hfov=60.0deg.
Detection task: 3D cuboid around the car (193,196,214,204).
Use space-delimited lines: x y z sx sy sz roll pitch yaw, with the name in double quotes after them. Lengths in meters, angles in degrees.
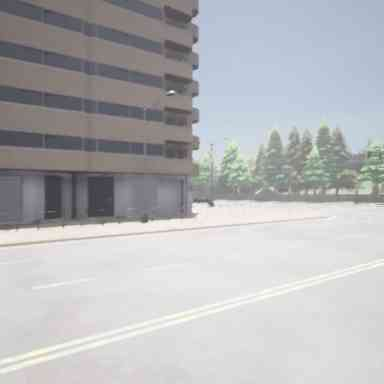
1.568 1.338 57.525 1.895 1.301 4.718 0 0 -41 "car"
